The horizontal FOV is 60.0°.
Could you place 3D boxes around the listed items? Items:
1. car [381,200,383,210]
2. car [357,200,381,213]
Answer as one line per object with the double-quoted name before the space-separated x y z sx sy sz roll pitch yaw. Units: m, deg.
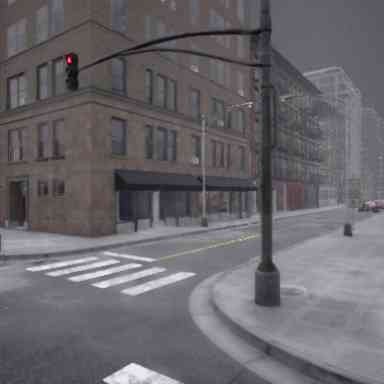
"car" 28.334 1.950 50.563 1.994 1.385 4.181 -1 -1 35
"car" 22.391 1.860 42.238 1.812 1.442 4.674 -1 -1 36
